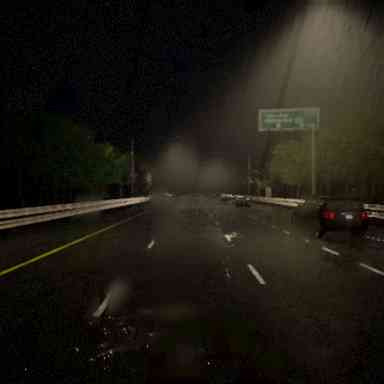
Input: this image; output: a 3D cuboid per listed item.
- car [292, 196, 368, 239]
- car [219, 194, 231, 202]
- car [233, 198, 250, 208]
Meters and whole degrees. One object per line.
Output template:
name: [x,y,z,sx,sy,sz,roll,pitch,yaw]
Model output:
car: [7.017,1.218,17.533,2.150,2.045,5.566,0,0,0]
car: [7.155,1.497,74.965,2.033,1.411,5.357,0,0,0]
car: [7.089,1.521,47.835,2.033,1.411,5.357,0,0,0]
